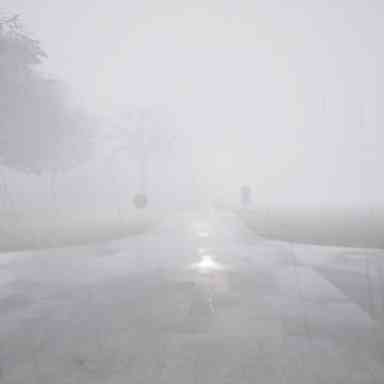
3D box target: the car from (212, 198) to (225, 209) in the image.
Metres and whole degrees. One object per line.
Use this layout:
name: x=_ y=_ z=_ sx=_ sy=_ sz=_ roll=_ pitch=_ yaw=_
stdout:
car: x=4.429 y=2.109 z=54.887 sx=2.033 sy=1.411 sz=5.357 roll=-1 pitch=-1 yaw=4
